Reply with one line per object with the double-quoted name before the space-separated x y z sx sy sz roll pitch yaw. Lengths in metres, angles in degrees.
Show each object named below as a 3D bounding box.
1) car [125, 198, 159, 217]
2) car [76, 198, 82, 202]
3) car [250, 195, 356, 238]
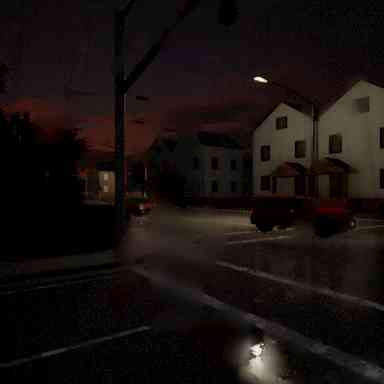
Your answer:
"car" -4.965 1.349 31.870 2.097 1.767 4.553 0 0 -35
"car" -18.069 1.521 50.437 1.812 1.442 4.674 0 0 -35
"car" 5.826 1.219 18.172 5.566 2.045 2.150 0 0 43
